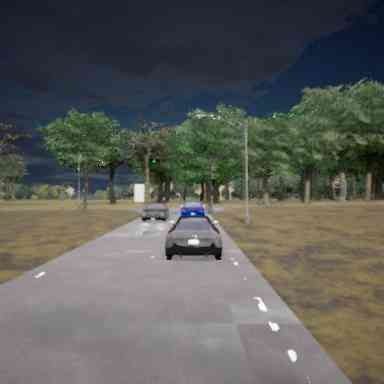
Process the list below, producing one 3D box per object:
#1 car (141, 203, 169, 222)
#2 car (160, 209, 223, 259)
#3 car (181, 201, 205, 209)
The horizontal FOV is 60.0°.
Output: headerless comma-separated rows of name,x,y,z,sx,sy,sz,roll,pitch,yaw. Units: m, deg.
car,-2.796,1.570,26.603,2.033,1.411,5.357,0,0,1
car,0.070,1.569,12.666,1.994,1.385,4.181,0,0,0
car,0.068,1.502,27.433,1.882,1.535,5.008,0,0,0
